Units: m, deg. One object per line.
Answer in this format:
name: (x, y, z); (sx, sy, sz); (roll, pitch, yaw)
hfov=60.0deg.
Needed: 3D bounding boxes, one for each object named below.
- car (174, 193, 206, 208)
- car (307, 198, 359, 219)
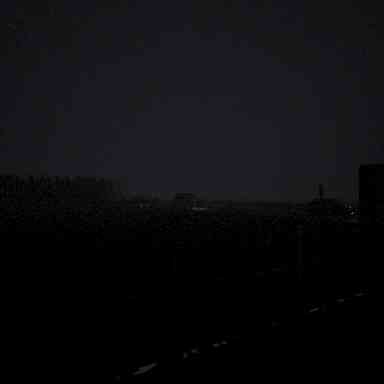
car: (-0.397, 1.125, 47.135); (2.150, 2.045, 5.566); (-1, 0, -35)
car: (12.447, 1.318, 29.043); (2.097, 1.767, 4.553); (-1, 1, -35)
